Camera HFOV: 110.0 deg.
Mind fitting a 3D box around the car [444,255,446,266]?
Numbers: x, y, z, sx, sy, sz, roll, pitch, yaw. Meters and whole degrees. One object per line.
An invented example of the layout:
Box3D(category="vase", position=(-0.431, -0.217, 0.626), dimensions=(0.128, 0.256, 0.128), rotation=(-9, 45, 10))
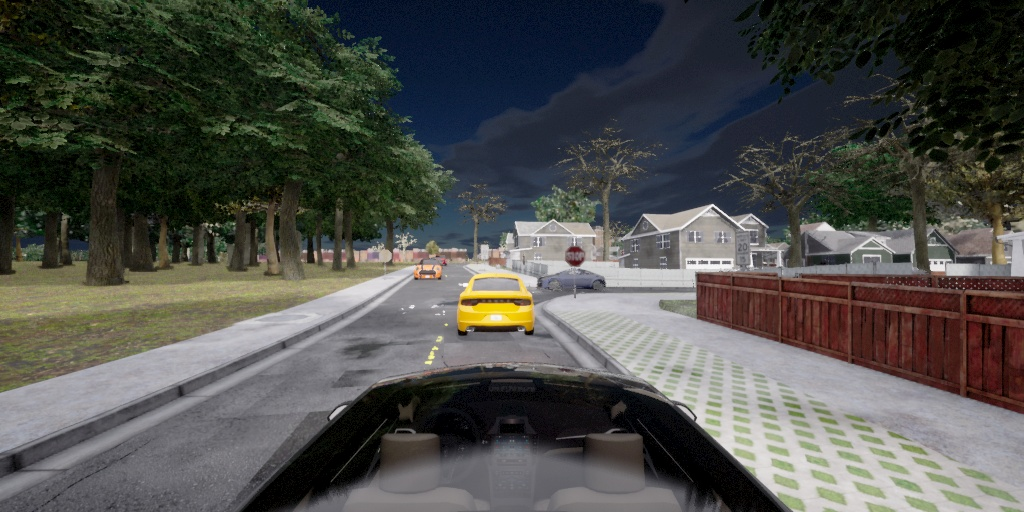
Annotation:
Box3D(category="car", position=(-10.584, 0.929, 49.365), dimensions=(2.097, 1.767, 4.553), rotation=(0, 0, -10))

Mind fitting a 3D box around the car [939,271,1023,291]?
Box3D(category="car", position=(36.014, 1.907, 27.596), dimensions=(4.892, 1.490, 1.837), rotation=(1, -3, -10))

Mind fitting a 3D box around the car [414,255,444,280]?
Box3D(category="car", position=(-6.934, 1.000, 29.862), dimensions=(2.097, 1.767, 4.553), rotation=(0, 0, -11))

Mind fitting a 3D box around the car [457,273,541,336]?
Box3D(category="car", position=(-0.465, 1.226, 10.491), dimensions=(1.882, 1.535, 5.008), rotation=(0, 0, -3))

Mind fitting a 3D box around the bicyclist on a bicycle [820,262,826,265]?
Box3D(category="bicyclist on a bicycle", position=(15.825, 1.105, 18.012), dimensions=(0.582, 1.620, 1.656), rotation=(1, -3, -10))

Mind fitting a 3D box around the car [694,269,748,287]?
Box3D(category="car", position=(14.418, 1.575, 23.691), dimensions=(4.674, 1.442, 1.812), rotation=(1, -3, -10))

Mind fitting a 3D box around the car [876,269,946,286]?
Box3D(category="car", position=(24.974, 1.561, 22.619), dimensions=(5.008, 1.535, 1.882), rotation=(1, -3, -10))

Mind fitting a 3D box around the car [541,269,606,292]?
Box3D(category="car", position=(3.664, 1.465, 22.223), dimensions=(4.181, 1.385, 1.994), rotation=(1, -3, -5))
